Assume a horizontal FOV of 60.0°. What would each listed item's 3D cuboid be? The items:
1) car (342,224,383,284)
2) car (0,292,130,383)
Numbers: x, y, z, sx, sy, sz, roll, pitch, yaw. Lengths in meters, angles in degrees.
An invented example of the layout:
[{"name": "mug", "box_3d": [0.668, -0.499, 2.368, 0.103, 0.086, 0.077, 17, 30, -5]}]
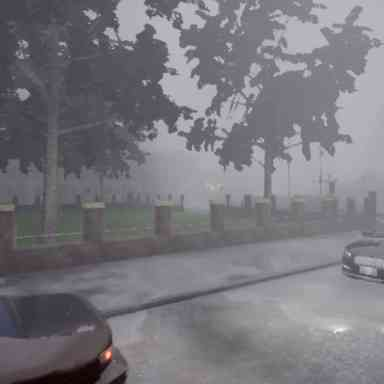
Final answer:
[{"name": "car", "box_3d": [5.896, 1.470, 8.756, 4.902, 1.511, 2.128, 0, 0, -35]}, {"name": "car", "box_3d": [-3.178, 1.551, 2.308, 5.357, 1.411, 2.033, 0, 0, -36]}]
